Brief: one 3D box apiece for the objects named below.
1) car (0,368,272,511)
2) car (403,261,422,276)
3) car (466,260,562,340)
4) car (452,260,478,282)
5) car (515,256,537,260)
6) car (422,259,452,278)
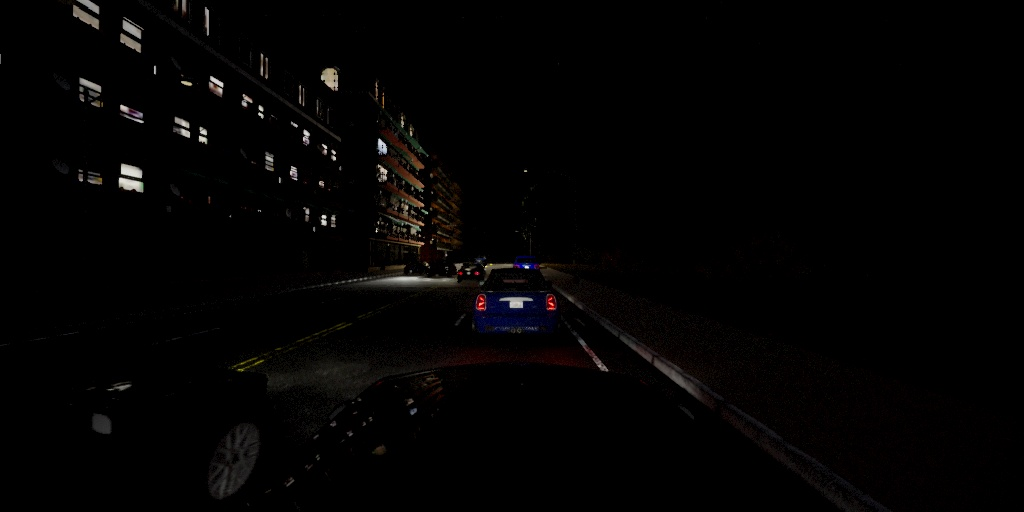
[{"bbox_3d":[-3.153,1.228,1.294,1.882,1.535,5.008,0,0,0],"label":"car"},{"bbox_3d":[-9.854,1.245,37.415,2.128,1.511,4.902,0,0,0],"label":"car"},{"bbox_3d":[0.097,1.103,10.099,2.097,1.767,4.553,0,0,0],"label":"car"},{"bbox_3d":[-3.149,1.300,28.503,2.033,1.411,5.357,0,0,0],"label":"car"},{"bbox_3d":[1.135,0.979,30.053,2.150,2.045,5.566,0,0,0],"label":"car"},{"bbox_3d":[-6.604,1.106,33.810,2.097,1.767,4.553,0,0,0],"label":"car"}]
